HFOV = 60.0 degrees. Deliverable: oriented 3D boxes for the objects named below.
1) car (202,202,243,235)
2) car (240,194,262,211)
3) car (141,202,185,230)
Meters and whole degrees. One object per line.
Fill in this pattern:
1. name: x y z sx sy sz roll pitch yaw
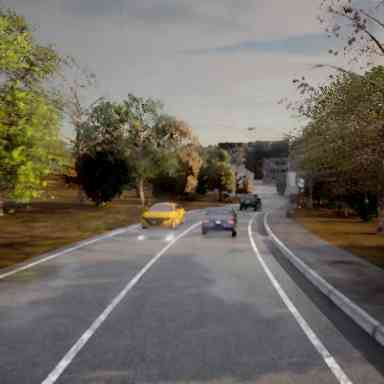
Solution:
1. car: 1.681 1.541 18.939 2.033 1.411 5.357 1 0 9
2. car: 7.496 1.272 42.236 2.150 2.045 5.566 2 0 18
3. car: -1.690 1.411 20.858 1.882 1.535 5.008 1 0 10
